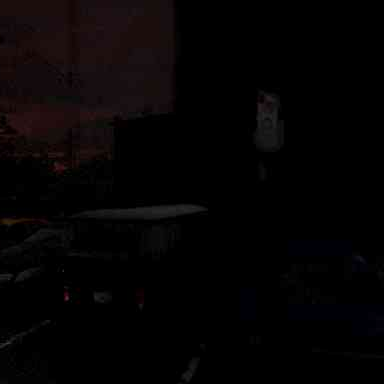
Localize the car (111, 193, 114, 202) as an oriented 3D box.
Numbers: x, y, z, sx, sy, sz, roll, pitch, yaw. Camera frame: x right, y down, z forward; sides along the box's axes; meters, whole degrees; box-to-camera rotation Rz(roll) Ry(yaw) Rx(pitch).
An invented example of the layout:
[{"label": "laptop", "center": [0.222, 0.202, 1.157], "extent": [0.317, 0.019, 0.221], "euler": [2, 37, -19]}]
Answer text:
[{"label": "car", "center": [-11.094, 1.225, 40.860], "extent": [5.566, 2.045, 2.435], "euler": [1, 1, 14]}]

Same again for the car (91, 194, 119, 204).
[{"label": "car", "center": [-16.505, 1.348, 63.054], "extent": [4.553, 1.767, 2.185], "euler": [-1, 0, 14]}]

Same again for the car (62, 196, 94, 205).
[{"label": "car", "center": [-19.918, 1.474, 58.058], "extent": [4.892, 1.521, 2.231], "euler": [-1, -1, 14]}]

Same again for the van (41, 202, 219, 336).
[{"label": "van", "center": [-0.676, 1.258, 6.789], "extent": [1.878, 1.987, 4.442], "euler": [0, -1, 15]}]

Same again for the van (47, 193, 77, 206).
[{"label": "van", "center": [-21.719, 1.247, 55.574], "extent": [4.442, 1.987, 1.878], "euler": [-1, 0, 14]}]

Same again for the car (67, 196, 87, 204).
[{"label": "car", "center": [-14.406, 1.502, 35.946], "extent": [4.792, 1.488, 2.163], "euler": [1, 1, 14]}]

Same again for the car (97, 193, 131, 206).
[{"label": "car", "center": [-13.321, 1.216, 57.217], "extent": [2.150, 2.045, 5.566], "euler": [0, 0, 34]}]

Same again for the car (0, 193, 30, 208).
[{"label": "car", "center": [-26.704, 1.216, 48.030], "extent": [5.566, 2.045, 2.435], "euler": [-1, 0, 14]}]

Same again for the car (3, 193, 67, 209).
[{"label": "car", "center": [-16.003, 1.221, 33.505], "extent": [5.566, 2.045, 2.435], "euler": [1, 0, 14]}]

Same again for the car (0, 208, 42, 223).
[{"label": "car", "center": [-5.648, 1.473, 9.977], "extent": [1.946, 1.575, 5.366], "euler": [1, -1, 15]}]

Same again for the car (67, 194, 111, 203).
[{"label": "car", "center": [-12.750, 1.223, 38.408], "extent": [5.566, 2.045, 2.435], "euler": [1, 1, 14]}]

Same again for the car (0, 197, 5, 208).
[{"label": "car", "center": [-28.391, 1.496, 45.520], "extent": [4.792, 1.488, 2.163], "euler": [-1, 0, 14]}]

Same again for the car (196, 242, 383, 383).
[{"label": "car", "center": [1.734, 1.484, 4.924], "extent": [2.097, 1.535, 5.008], "euler": [0, -1, 16]}]

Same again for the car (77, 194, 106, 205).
[{"label": "car", "center": [-18.192, 1.348, 60.538], "extent": [4.553, 1.767, 2.185], "euler": [-1, 0, 14]}]

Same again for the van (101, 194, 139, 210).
[{"label": "van", "center": [-9.297, 1.253, 43.289], "extent": [4.442, 1.987, 1.878], "euler": [1, 0, 14]}]

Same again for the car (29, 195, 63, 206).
[{"label": "car", "center": [-23.325, 1.345, 53.058], "extent": [4.553, 1.767, 2.185], "euler": [-1, -1, 14]}]

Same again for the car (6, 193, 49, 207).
[{"label": "car", "center": [-24.958, 1.217, 50.544], "extent": [5.566, 2.045, 2.435], "euler": [-1, -1, 14]}]

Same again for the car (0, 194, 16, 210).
[{"label": "car", "center": [-10.501, 1.223, 13.666], "extent": [2.435, 2.045, 5.566], "euler": [0, -1, 15]}]

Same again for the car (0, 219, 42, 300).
[{"label": "car", "center": [-3.147, 1.520, 8.418], "extent": [2.002, 1.452, 4.674], "euler": [1, -1, 15]}]
